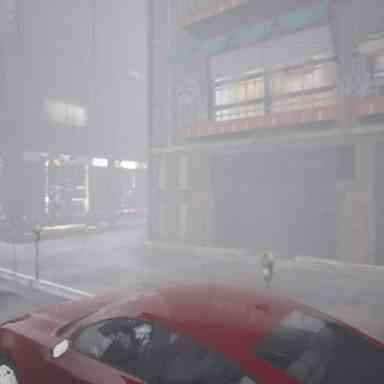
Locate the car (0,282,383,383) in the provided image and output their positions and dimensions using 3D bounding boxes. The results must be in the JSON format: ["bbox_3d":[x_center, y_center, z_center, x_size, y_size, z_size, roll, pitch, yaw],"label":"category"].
[{"bbox_3d":[-0.071,1.533,2.966,4.507,1.381,1.887,0,0,36],"label":"car"}]
